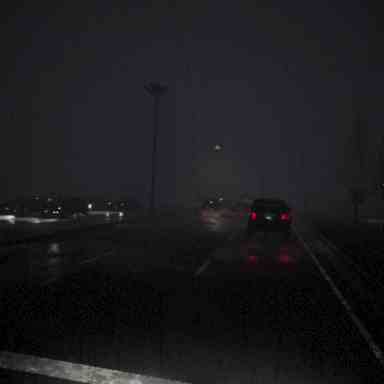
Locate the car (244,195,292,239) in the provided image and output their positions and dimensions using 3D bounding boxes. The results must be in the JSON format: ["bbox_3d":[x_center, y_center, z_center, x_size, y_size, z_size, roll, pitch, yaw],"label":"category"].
[{"bbox_3d":[4.394,1.380,18.834,2.150,2.045,5.566,2,0,14],"label":"car"}]

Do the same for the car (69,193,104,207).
[{"bbox_3d":[-10.728,1.046,35.993,2.128,1.511,4.902,2,0,14],"label":"car"}]

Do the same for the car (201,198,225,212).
[{"bbox_3d":[2.409,1.571,40.974,1.837,1.490,4.892,2,0,14],"label":"car"}]

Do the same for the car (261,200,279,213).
[{"bbox_3d":[10.248,1.864,43.594,2.128,1.511,4.902,2,0,14],"label":"car"}]

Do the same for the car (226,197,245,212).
[{"bbox_3d":[5.900,1.695,40.514,2.128,1.511,4.902,2,0,14],"label":"car"}]

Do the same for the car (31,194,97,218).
[{"bbox_3d":[-9.618,1.111,25.562,1.837,1.490,4.892,2,0,14],"label":"car"}]

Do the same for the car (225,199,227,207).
[{"bbox_3d":[4.753,1.716,51.055,1.994,1.385,4.181,2,0,13],"label":"car"}]

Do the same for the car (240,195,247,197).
[{"bbox_3d":[8.158,1.507,50.204,2.150,2.045,5.566,2,0,13],"label":"car"}]

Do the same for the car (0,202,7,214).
[{"bbox_3d":[-11.926,1.068,15.918,2.033,1.411,5.357,2,0,13],"label":"car"}]

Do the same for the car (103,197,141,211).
[{"bbox_3d":[-7.215,1.293,35.672,1.895,1.301,4.718,2,0,14],"label":"car"}]

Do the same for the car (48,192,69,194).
[{"bbox_3d":[-14.486,0.759,35.300,2.097,1.767,4.553,2,0,14],"label":"car"}]

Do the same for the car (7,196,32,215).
[{"bbox_3d":[-13.057,1.034,26.244,1.994,1.385,4.181,2,0,13],"label":"car"}]
